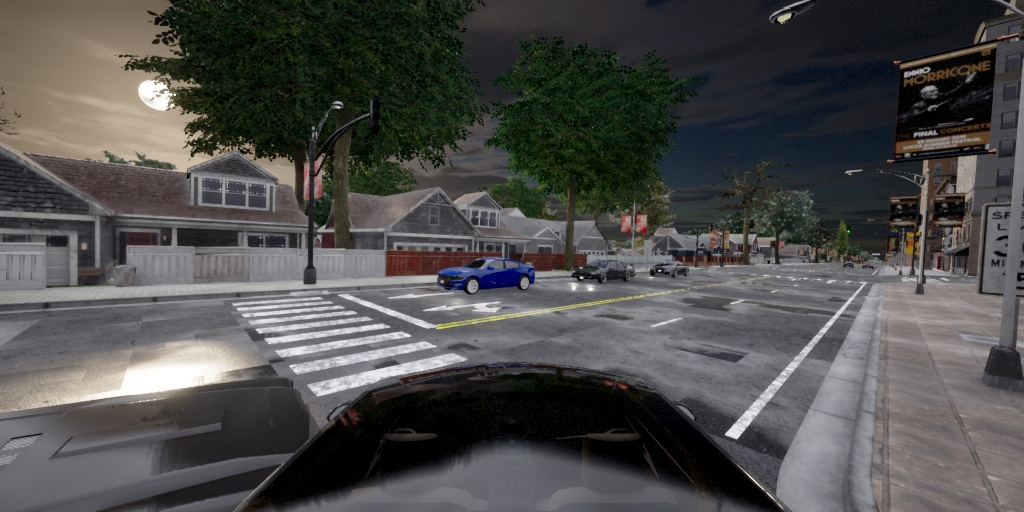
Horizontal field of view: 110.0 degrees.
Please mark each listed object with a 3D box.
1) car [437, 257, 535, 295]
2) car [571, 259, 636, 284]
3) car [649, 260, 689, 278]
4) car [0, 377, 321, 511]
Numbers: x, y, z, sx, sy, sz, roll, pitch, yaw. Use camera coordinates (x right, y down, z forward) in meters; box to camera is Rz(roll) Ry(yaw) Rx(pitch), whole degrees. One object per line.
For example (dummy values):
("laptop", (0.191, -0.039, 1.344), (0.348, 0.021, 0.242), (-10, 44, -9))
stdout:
("car", (-1.066, 0.802, 16.509), (5.008, 1.535, 1.882), (0, 2, -44))
("car", (6.124, 0.936, 23.403), (5.357, 1.411, 2.033), (0, 2, -44))
("car", (13.346, 1.020, 30.300), (4.181, 1.385, 1.994), (1, 2, -44))
("car", (-3.315, 1.284, 1.331), (4.718, 1.301, 1.895), (1, 2, -34))
